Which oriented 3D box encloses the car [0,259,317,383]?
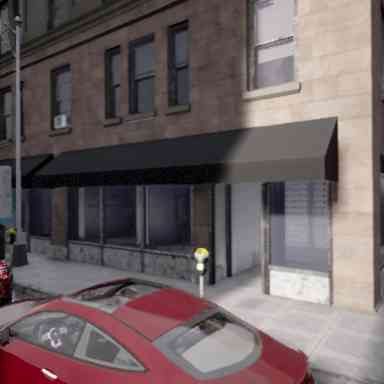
[{"bbox_3d":[-0.887,1.600,3.426,4.206,1.307,1.802,-1,0,35],"label":"car"}]
